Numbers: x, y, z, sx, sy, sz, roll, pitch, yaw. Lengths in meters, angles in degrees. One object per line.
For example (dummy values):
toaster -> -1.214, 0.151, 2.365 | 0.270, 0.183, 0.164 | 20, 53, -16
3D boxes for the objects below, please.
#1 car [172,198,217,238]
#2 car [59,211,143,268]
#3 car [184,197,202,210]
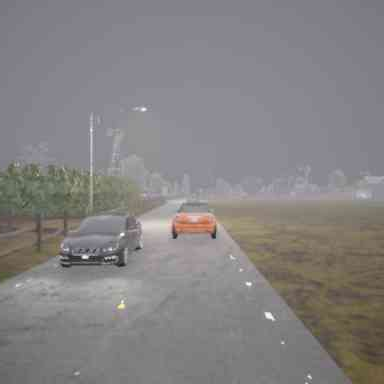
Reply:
car -> 0.105, 1.293, 17.326 | 2.097, 1.767, 4.553 | 0, 0, 0
car -> -2.839, 1.470, 11.281 | 1.837, 1.490, 4.892 | 0, 0, 0
car -> 0.117, 1.404, 41.802 | 2.033, 1.411, 5.357 | 0, 0, 0
